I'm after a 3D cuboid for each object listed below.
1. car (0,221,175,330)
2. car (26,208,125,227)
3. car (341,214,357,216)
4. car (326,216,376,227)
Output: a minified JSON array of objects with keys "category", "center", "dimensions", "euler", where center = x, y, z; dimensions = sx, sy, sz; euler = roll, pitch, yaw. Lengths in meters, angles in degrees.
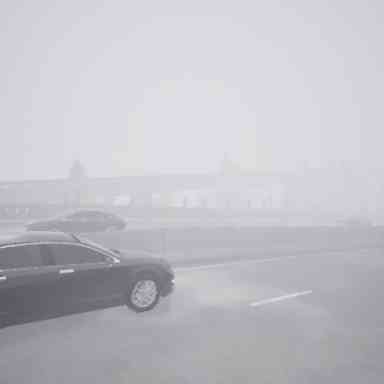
[{"category":"car","center":[-2.615,1.520,6.179],"dimensions":[4.892,1.490,1.837],"euler":[0,0,-35]},{"category":"car","center":[-5.788,1.609,17.013],"dimensions":[4.892,1.490,1.837],"euler":[3,-2,-35]},{"category":"car","center":[17.928,3.326,38.145],"dimensions":[5.008,1.535,1.882],"euler":[4,-2,-35]},{"category":"car","center":[12.386,2.736,25.603],"dimensions":[4.718,1.301,1.895],"euler":[4,-2,-35]}]
